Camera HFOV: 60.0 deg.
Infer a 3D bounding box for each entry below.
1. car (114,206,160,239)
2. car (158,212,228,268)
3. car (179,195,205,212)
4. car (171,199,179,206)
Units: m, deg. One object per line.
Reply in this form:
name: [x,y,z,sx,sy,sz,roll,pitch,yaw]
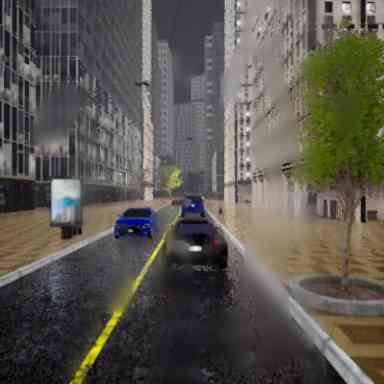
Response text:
car: [-2.855,1.542,17.964,1.882,1.535,5.008,0,0,0]
car: [0.091,1.601,11.484,1.994,1.385,4.181,0,0,0]
car: [0.094,1.343,32.720,2.150,2.045,5.566,0,0,0]
car: [-2.793,1.850,60.699,1.895,1.301,4.718,0,0,1]
